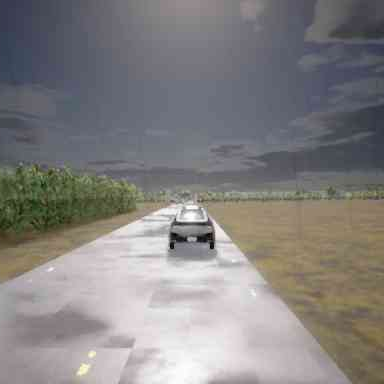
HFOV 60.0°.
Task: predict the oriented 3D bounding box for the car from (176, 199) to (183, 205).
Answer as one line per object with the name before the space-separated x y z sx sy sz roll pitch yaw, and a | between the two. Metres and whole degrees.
car | -2.750 2.326 75.934 1.895 1.301 4.718 0 -1 0

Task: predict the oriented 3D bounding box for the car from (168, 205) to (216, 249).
car | 0.000 1.538 14.655 2.128 1.511 4.902 0 0 0

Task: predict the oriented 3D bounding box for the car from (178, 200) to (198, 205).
car | 0.000 1.724 29.655 1.994 1.385 4.181 0 0 0
